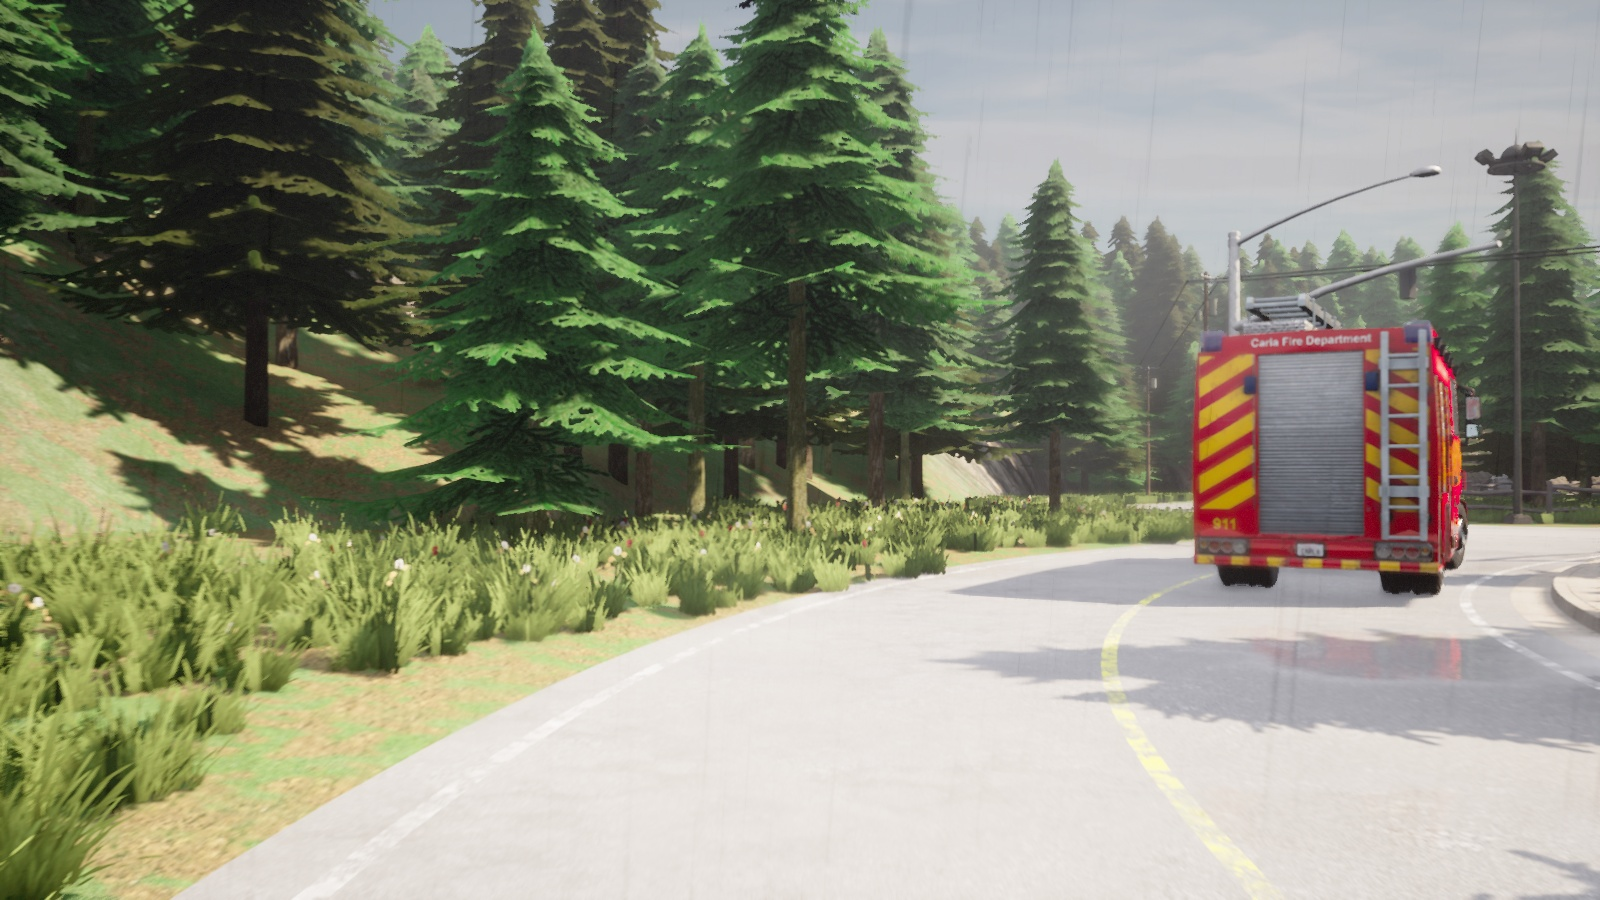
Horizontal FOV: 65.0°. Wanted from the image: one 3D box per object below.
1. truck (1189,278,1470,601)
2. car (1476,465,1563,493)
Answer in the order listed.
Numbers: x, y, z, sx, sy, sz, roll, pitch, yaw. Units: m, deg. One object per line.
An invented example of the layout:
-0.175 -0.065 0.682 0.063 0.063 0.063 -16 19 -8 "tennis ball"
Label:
8.454 -0.060 19.266 2.891 3.827 8.468 -1 -1 30 "truck"
43.845 1.730 76.506 5.027 1.651 2.152 0 -1 -27 "car"
